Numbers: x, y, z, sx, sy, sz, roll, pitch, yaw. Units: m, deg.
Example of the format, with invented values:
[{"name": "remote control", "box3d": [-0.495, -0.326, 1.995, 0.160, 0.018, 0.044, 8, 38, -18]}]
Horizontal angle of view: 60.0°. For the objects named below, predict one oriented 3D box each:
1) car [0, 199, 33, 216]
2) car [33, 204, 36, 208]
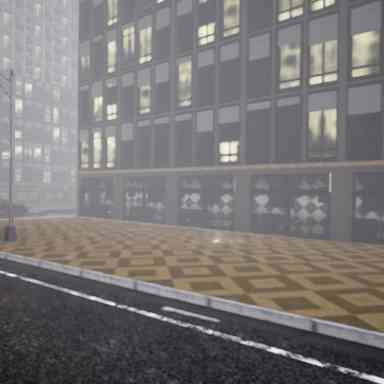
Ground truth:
[{"name": "car", "box3d": [-19.160, 1.568, 33.165, 2.192, 1.841, 5.009, 0, 0, 37]}, {"name": "car", "box3d": [-22.643, 1.703, 42.546, 1.752, 1.417, 4.829, 0, 0, 37]}]
